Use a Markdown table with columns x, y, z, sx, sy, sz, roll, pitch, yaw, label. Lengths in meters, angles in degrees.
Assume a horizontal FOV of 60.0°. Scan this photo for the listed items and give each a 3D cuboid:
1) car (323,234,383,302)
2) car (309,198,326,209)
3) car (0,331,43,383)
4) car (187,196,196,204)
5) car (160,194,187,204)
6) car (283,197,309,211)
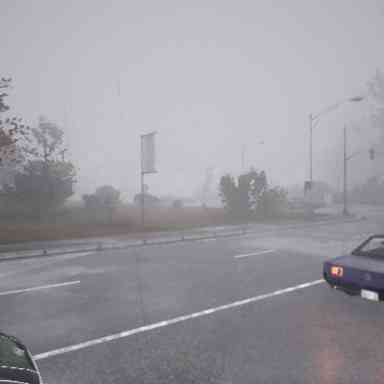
| x | y | z | sx | sy | sz | roll | pitch | yaw | label |
| --- | --- | --- | --- | --- | --- | --- | --- | --- | --- |
| 5.038 | 1.568 | 7.323 | 4.718 | 1.301 | 1.895 | -1 | 0 | -35 | car |
| 13.170 | 1.285 | 39.760 | 2.033 | 1.411 | 5.357 | -1 | 0 | -39 | car |
| -3.079 | 1.353 | 1.527 | 4.553 | 1.767 | 2.097 | 0 | 0 | -36 | car |
| -1.279 | 1.350 | 57.866 | 1.895 | 1.301 | 4.718 | -1 | 0 | -38 | car |
| -3.382 | 1.133 | 54.885 | 2.097 | 1.767 | 4.553 | -1 | 0 | -38 | car |
| 10.280 | 1.274 | 37.770 | 1.837 | 1.490 | 4.892 | -1 | 0 | -39 | car |
